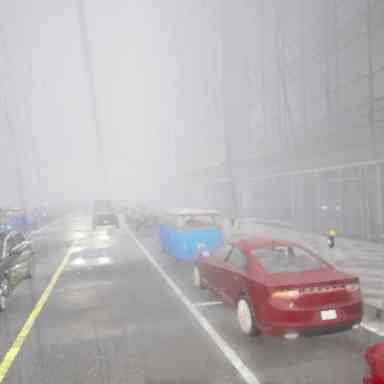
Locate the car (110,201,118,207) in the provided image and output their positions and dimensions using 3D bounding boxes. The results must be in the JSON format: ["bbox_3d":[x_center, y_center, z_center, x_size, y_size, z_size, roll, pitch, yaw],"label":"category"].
[{"bbox_3d":[-19.407,2.912,82.343,1.802,1.307,4.206,-1,-1,-15],"label":"car"}]

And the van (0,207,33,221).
[{"bbox_3d":[-11.375,1.841,20.653,1.690,1.788,3.998,-1,-1,-15],"label":"van"}]

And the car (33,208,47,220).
[{"bbox_3d":[-12.847,2.174,26.053,1.802,1.307,4.206,-1,-1,-15],"label":"car"}]

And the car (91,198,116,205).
[{"bbox_3d":[-10.561,1.891,39.763,2.150,2.045,5.566,-1,0,-15],"label":"car"}]

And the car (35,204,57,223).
[{"bbox_3d":[-14.328,2.124,31.457,1.967,1.590,4.097,-1,-1,-15],"label":"car"}]

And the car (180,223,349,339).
[{"bbox_3d":[1.281,1.579,6.703,1.887,1.381,4.507,-1,-1,-15],"label":"car"}]

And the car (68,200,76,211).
[{"bbox_3d":[-20.241,2.367,53.069,2.192,1.841,5.009,-1,-1,-15],"label":"car"}]

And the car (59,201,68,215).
[{"bbox_3d":[-17.283,2.307,42.262,1.967,1.590,4.097,-1,-1,-15],"label":"car"}]

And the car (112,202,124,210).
[{"bbox_3d":[-13.497,2.520,60.732,1.947,1.339,4.313,-1,-1,-15],"label":"car"}]

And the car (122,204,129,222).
[{"bbox_3d":[-4.632,1.841,28.316,1.967,1.590,4.097,-1,-1,-15],"label":"car"}]

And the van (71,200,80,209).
[{"bbox_3d":[-26.151,2.767,74.678,1.690,1.788,3.998,-1,-1,-15],"label":"van"}]

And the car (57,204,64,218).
[{"bbox_3d":[-15.803,2.341,36.858,1.947,1.339,4.313,-1,-1,-15],"label":"car"}]

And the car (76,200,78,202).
[{"bbox_3d":[-23.197,2.553,63.874,2.192,1.841,5.009,-1,-1,-15],"label":"car"}]

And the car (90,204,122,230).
[{"bbox_3d":[-6.508,1.943,25.043,1.812,1.442,4.674,-1,-1,-15],"label":"car"}]

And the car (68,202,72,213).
[{"bbox_3d":[-18.758,2.525,47.663,1.947,1.339,4.313,-1,-1,-15],"label":"car"}]

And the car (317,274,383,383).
[{"bbox_3d":[2.759,1.488,1.300,1.887,1.381,4.507,-1,-1,-15],"label":"car"}]

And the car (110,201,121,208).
[{"bbox_3d":[-16.452,2.692,71.537,2.008,1.369,4.403,-1,-1,-15],"label":"car"}]

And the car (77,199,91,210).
[{"bbox_3d":[-20.117,2.656,63.084,1.837,1.490,4.892,-1,-1,-15],"label":"car"}]

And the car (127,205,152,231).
[{"bbox_3d":[-3.152,1.854,22.912,1.887,1.381,4.507,-1,-1,-15],"label":"car"}]

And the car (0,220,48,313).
[{"bbox_3d":[-5.026,1.701,7.888,2.128,1.511,4.902,-1,-1,-16],"label":"car"}]

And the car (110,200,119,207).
[{"bbox_3d":[-17.933,2.675,76.942,1.967,1.590,4.097,-1,-1,-15],"label":"car"}]

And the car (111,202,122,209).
[{"bbox_3d":[-14.974,2.613,66.135,1.947,1.339,4.313,-1,-1,-15],"label":"car"}]

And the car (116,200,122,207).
[{"bbox_3d":[-9.063,2.222,44.523,1.887,1.381,4.507,-1,-1,-15],"label":"car"}]

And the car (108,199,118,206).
[{"bbox_3d":[-20.891,2.741,87.749,2.192,1.841,5.009,-1,-1,-15],"label":"car"}]

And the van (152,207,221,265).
[{"bbox_3d":[-0.201,1.467,12.108,1.690,1.788,3.998,-1,-1,-15],"label":"van"}]

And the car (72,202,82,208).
[{"bbox_3d":[-27.580,3.043,79.914,1.752,1.417,4.829,-1,-1,-15],"label":"car"}]
